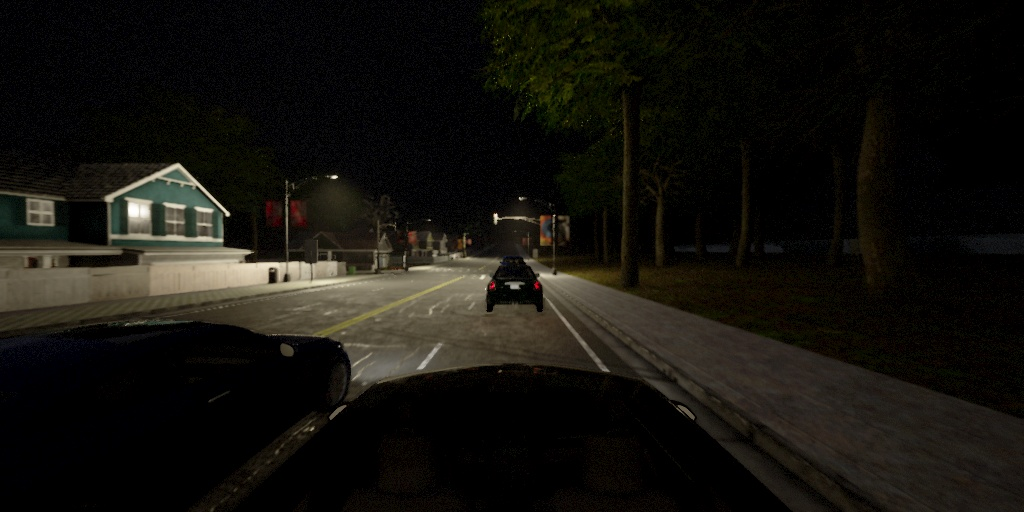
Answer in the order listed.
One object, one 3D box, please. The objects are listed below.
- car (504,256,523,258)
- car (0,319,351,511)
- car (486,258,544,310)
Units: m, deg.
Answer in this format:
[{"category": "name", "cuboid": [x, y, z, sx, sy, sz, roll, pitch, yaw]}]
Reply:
[{"category": "car", "cuboid": [0.104, 1.028, 29.817, 2.150, 2.045, 5.566, 0, 0, 0]}, {"category": "car", "cuboid": [-3.149, 1.274, 3.077, 1.812, 1.442, 4.674, 0, 0, 0]}, {"category": "car", "cuboid": [0.102, 1.114, 14.757, 2.097, 1.767, 4.553, 0, 0, 0]}]
